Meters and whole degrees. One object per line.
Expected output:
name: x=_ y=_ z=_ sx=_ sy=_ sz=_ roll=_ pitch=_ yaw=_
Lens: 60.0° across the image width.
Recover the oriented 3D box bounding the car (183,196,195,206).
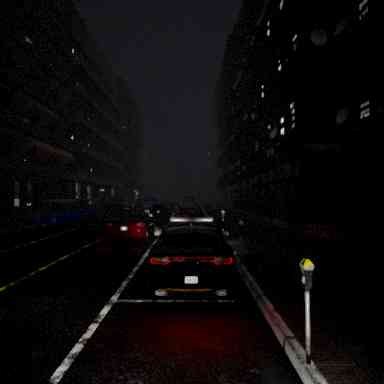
car: x=-0.470 y=1.553 z=59.411 sx=1.967 sy=1.590 sz=4.097 roll=1 pitch=0 yaw=0

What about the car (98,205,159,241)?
car: x=-2.996 y=1.577 z=16.692 sx=1.994 sy=1.385 sz=4.181 roll=0 pitch=0 yaw=0

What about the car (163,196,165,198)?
car: x=-8.322 y=1.847 z=92.652 sx=1.802 sy=1.307 sz=4.206 roll=1 pitch=0 yaw=0

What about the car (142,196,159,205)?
car: x=-5.794 y=1.592 z=44.362 sx=1.812 sy=1.442 sz=4.674 roll=0 pitch=0 yaw=1

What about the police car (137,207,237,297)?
police car: x=-0.012 y=1.430 z=8.763 sx=1.930 sy=1.638 sz=5.238 roll=0 pitch=0 yaw=0

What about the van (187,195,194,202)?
van: x=-0.470 y=1.575 z=87.068 sx=1.690 sy=1.788 sz=3.998 roll=1 pitch=0 yaw=0

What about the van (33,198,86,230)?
van: x=-8.311 y=1.359 z=20.753 sx=1.690 sy=1.788 sz=3.998 roll=2 pitch=0 yaw=0

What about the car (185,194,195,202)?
car: x=-0.469 y=1.521 z=81.536 sx=2.192 sy=1.841 sz=5.009 roll=1 pitch=0 yaw=0

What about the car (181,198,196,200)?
car: x=-0.437 y=1.582 z=31.754 sx=1.887 sy=1.381 sz=4.507 roll=1 pitch=0 yaw=0

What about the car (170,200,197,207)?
car: x=-0.437 y=1.572 z=26.224 sx=1.887 sy=1.381 sz=4.507 roll=1 pitch=0 yaw=0

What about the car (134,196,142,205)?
car: x=-8.312 y=1.379 z=42.876 sx=2.192 sy=1.841 sz=5.009 roll=1 pitch=0 yaw=0

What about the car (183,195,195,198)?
car: x=-0.427 y=1.490 z=37.286 sx=1.967 sy=1.590 sz=4.097 roll=1 pitch=0 yaw=0

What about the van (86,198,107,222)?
van: x=-8.312 y=1.368 z=26.285 sx=1.690 sy=1.788 sz=3.998 roll=1 pitch=0 yaw=0

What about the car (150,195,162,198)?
car: x=-8.314 y=1.471 z=70.528 sx=2.192 sy=1.841 sz=5.009 roll=1 pitch=0 yaw=0

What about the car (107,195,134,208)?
car: x=-8.312 y=1.365 z=37.346 sx=2.192 sy=1.841 sz=5.009 roll=1 pitch=0 yaw=0

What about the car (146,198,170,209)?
car: x=-2.998 y=1.564 z=32.090 sx=1.812 sy=1.442 sz=4.674 roll=0 pitch=0 yaw=1
